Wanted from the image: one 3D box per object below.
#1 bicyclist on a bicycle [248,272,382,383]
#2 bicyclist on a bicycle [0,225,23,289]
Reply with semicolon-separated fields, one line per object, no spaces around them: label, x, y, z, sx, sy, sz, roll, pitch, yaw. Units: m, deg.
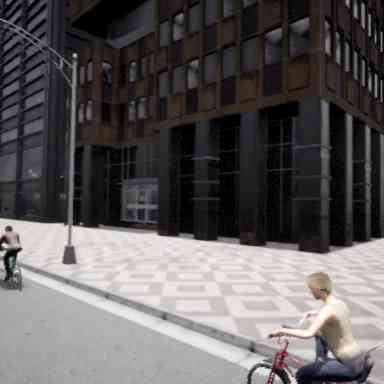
bicyclist on a bicycle;1.180;1.588;3.289;1.509;1.612;0.866;-1;-3;43
bicyclist on a bicycle;-4.975;1.747;9.095;1.656;1.620;0.582;-2;-3;43
